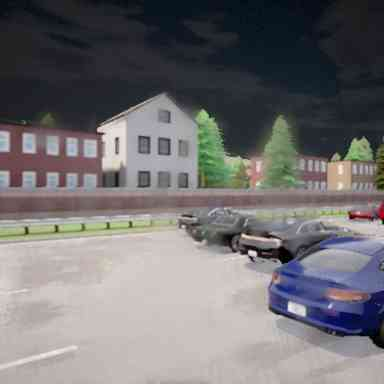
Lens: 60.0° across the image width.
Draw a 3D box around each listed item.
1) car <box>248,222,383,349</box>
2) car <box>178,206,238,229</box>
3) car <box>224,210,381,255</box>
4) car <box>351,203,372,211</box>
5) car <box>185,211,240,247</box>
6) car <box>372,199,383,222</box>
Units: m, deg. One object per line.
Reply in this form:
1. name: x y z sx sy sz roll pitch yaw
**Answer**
1. car: 3.410 1.535 6.199 4.674 1.442 1.812 0 0 -35
2. car: 1.569 1.509 17.764 4.902 1.511 2.128 0 0 -35
3. car: 3.665 1.505 10.668 4.902 1.511 2.128 0 0 -35
4. car: 14.580 1.605 27.033 4.181 1.385 1.994 0 0 -35
5. car: 2.306 1.616 13.992 4.718 1.301 1.895 0 0 -35
6. car: 15.209 1.260 23.184 5.566 2.045 2.150 0 0 -35
